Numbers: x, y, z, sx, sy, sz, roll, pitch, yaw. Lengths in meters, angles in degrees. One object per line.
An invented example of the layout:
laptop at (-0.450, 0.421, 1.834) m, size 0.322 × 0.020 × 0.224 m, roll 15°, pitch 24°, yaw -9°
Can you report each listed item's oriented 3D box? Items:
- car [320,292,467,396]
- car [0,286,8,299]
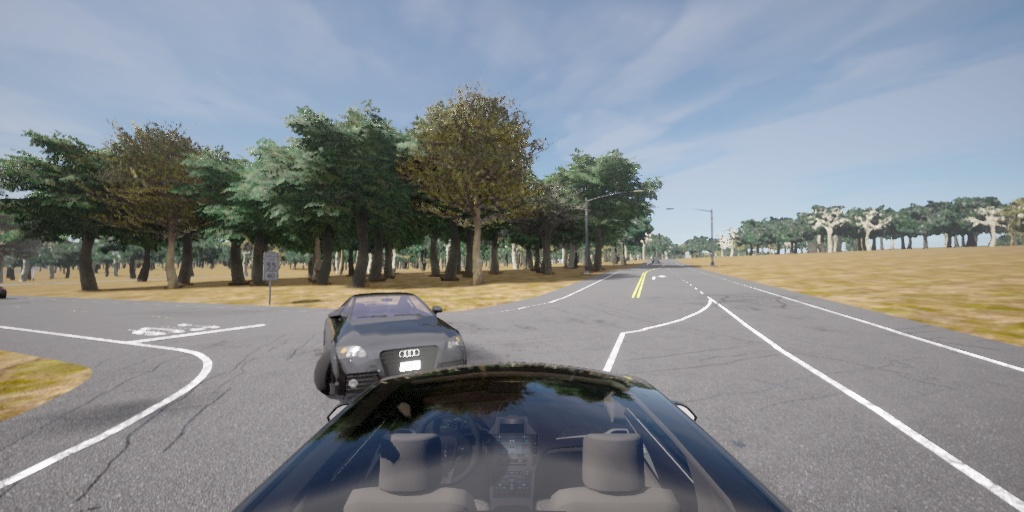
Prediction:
car at (-2.355, 1.382, 6.660) m, size 1.994 × 1.385 × 4.181 m, roll 1°, pitch -2°, yaw -29°
car at (-40.850, 2.630, 27.440) m, size 4.181 × 1.385 × 1.994 m, roll -2°, pitch -3°, yaw 22°
